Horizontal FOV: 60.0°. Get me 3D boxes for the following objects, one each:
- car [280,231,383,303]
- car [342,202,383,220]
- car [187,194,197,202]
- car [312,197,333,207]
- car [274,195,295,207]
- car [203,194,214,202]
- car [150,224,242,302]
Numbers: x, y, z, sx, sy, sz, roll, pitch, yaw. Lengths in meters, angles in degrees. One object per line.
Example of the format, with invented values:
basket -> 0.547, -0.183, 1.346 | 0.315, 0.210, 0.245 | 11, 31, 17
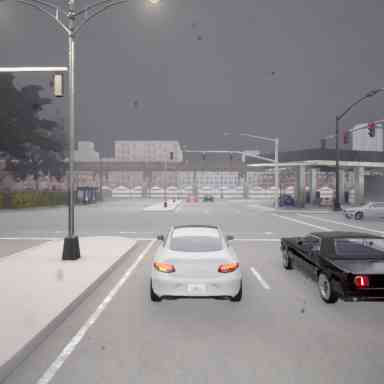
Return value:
car -> 3.590, 1.599, 8.116 | 1.895, 1.301, 4.718 | 0, 0, 0
car -> 14.898, 1.523, 27.487 | 4.674, 1.442, 1.812 | 0, 0, -1
car -> 0.026, 1.250, 72.320 | 2.097, 1.767, 4.553 | 0, 0, 0
car -> 18.973, 1.434, 48.432 | 1.970, 1.475, 3.806 | 0, 0, 0
car -> 13.229, 1.262, 47.671 | 2.242, 1.667, 4.611 | 0, 0, 0
car -> 3.526, 1.257, 72.319 | 2.097, 1.767, 4.553 | 0, 0, 0
car -> 0.085, 1.517, 8.133 | 1.812, 1.442, 4.674 | 0, 0, 0
